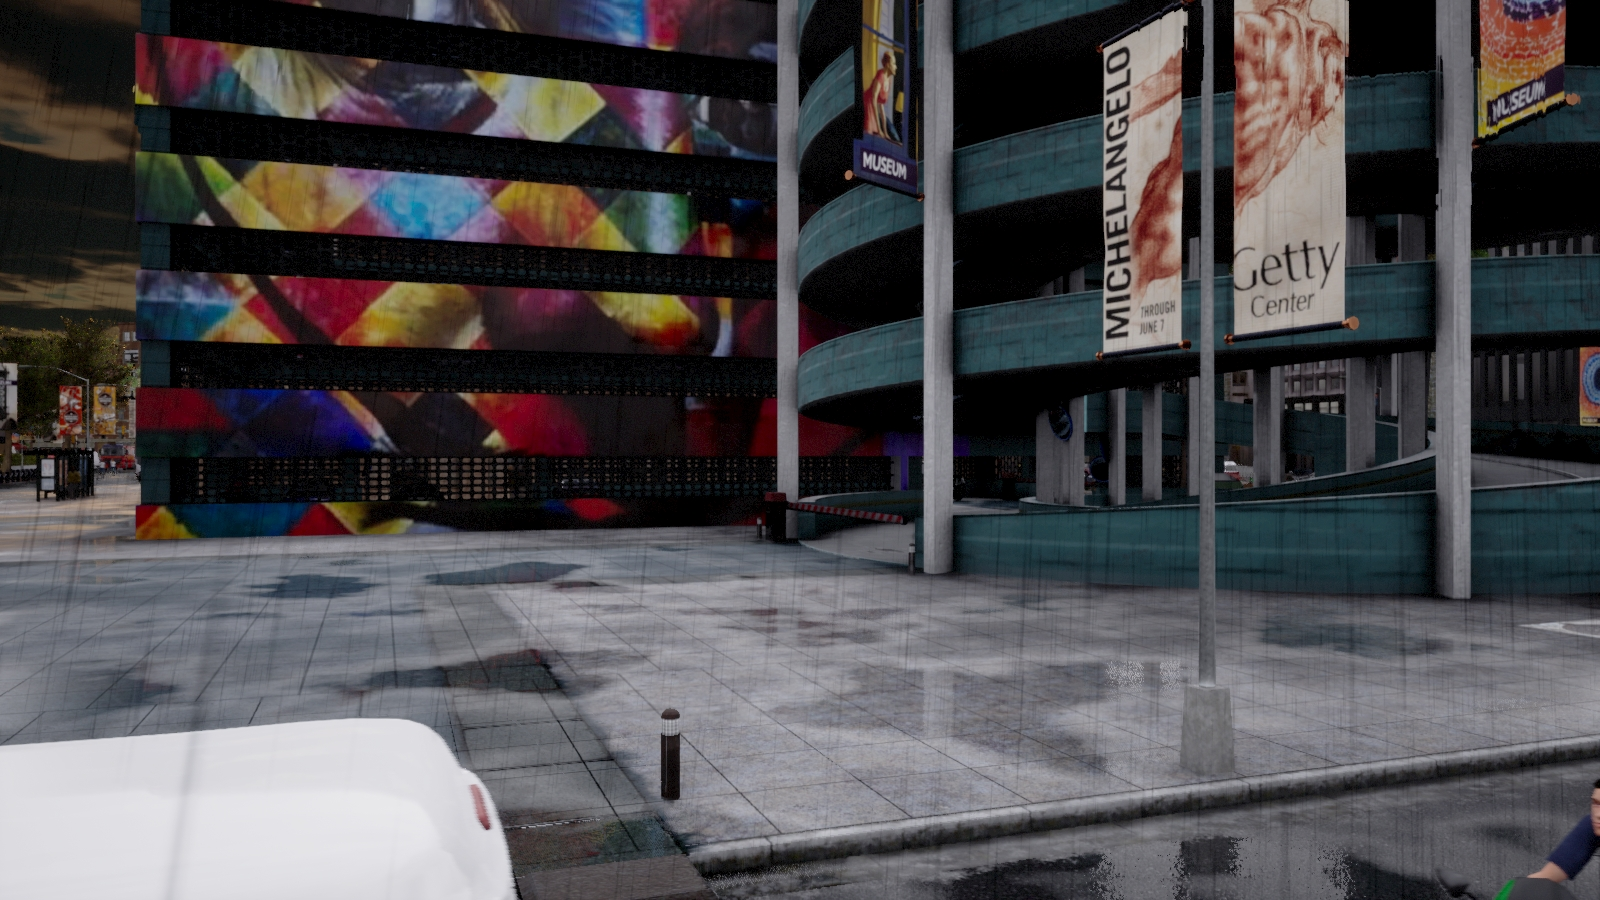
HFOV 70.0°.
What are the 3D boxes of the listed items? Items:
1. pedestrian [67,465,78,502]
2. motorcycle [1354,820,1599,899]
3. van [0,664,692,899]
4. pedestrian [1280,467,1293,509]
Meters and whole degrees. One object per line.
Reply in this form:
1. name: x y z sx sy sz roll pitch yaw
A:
1. pedestrian: -37.161 1.691 58.374 0.375 1.860 0.375 0 0 -19
2. motorcycle: 3.309 2.215 4.549 2.033 1.145 0.803 0 0 -20
3. van: -2.660 1.782 2.346 4.480 2.038 2.069 0 0 -20
4. pedestrian: 21.933 1.713 51.503 0.375 1.860 0.375 0 0 -18
